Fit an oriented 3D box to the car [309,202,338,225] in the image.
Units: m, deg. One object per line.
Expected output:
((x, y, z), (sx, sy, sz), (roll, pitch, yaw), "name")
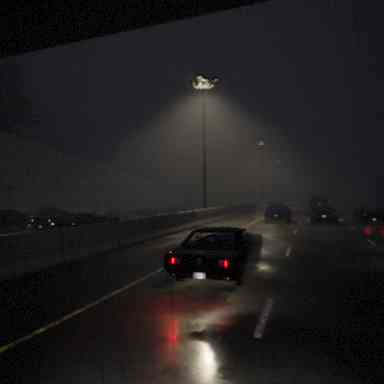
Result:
((10.313, 1.744, 26.115), (1.994, 1.385, 4.181), (-1, -1, 20), "car")

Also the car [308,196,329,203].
((15.149, 1.504, 39.838), (2.150, 2.045, 5.566), (-1, 0, 19), "car")

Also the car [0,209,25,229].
((-13.244, 1.938, 22.982), (1.812, 1.442, 4.674), (-1, -1, 19), "car")

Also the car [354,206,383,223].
((14.240, 1.742, 26.709), (1.895, 1.301, 4.718), (-1, -1, 19), "car")

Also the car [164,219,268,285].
((0.923, 1.705, 9.969), (1.895, 1.301, 4.718), (-1, -1, 19), "car")

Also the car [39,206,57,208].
((-13.837, 2.068, 31.871), (2.033, 1.411, 5.357), (-1, -1, 19), "car")

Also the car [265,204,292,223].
((7.370, 1.715, 28.278), (1.882, 1.535, 5.008), (-1, -1, 19), "car")

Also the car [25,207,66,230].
((-9.221, 1.978, 23.908), (1.895, 1.301, 4.718), (-1, -1, 19), "car")

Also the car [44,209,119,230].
((-6.590, 1.913, 20.845), (1.895, 1.301, 4.718), (-1, -1, 19), "car")
